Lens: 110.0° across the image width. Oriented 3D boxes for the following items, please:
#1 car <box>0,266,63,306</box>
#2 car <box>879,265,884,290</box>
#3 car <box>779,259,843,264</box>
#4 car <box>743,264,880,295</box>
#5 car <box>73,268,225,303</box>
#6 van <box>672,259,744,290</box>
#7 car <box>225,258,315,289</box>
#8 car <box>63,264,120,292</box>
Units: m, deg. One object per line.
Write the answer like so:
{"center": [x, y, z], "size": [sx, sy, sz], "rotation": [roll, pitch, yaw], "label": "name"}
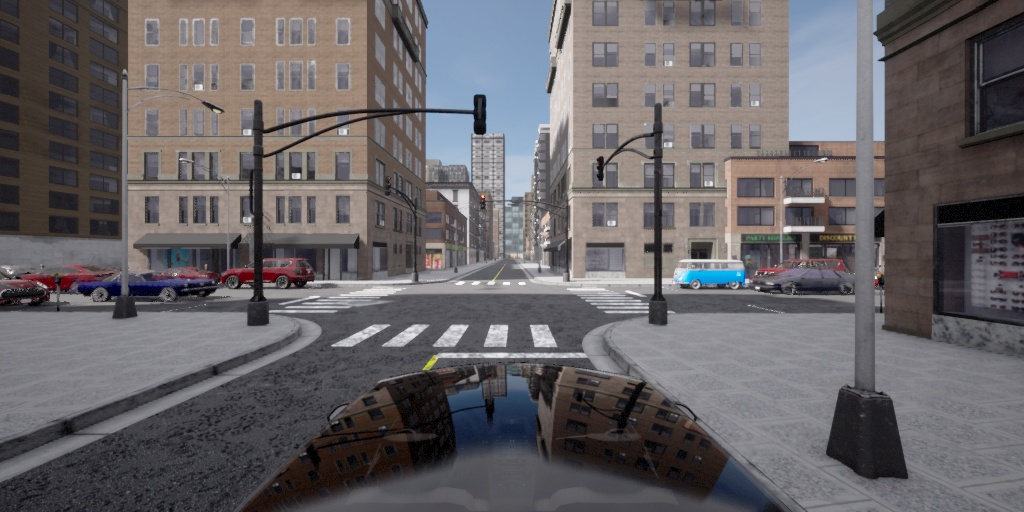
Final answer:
{"center": [-20.459, 1.179, 13.639], "size": [4.097, 1.591, 1.967], "rotation": [0, 0, 0], "label": "car"}
{"center": [23.226, 1.215, 21.920], "size": [4.097, 1.591, 1.967], "rotation": [0, 0, 0], "label": "car"}
{"center": [17.631, 1.085, 21.952], "size": [5.009, 1.841, 2.192], "rotation": [0, 0, 0], "label": "car"}
{"center": [15.829, 1.317, 19.204], "size": [5.357, 1.411, 2.033], "rotation": [0, 0, 0], "label": "car"}
{"center": [-16.220, 1.343, 16.199], "size": [4.718, 1.301, 1.895], "rotation": [0, 0, 0], "label": "car"}
{"center": [12.034, 1.107, 21.983], "size": [3.998, 1.789, 1.690], "rotation": [0, 0, 0], "label": "van"}
{"center": [-14.913, 1.058, 22.134], "size": [5.009, 1.841, 2.192], "rotation": [0, 0, 0], "label": "car"}
{"center": [-23.695, 1.213, 19.357], "size": [5.008, 1.535, 1.882], "rotation": [0, 0, 1], "label": "car"}
